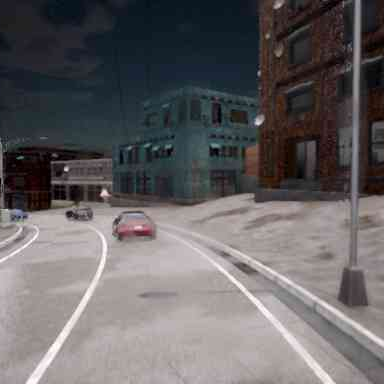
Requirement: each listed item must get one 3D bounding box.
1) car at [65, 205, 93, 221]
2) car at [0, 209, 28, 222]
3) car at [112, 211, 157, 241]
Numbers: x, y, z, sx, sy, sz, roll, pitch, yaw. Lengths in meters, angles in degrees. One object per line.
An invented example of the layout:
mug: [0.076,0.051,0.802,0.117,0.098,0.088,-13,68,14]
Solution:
car: [-12.016,2.172,35.178,2.128,1.511,4.902,-2,-1,-36]
car: [-21.912,2.795,40.913,5.008,1.535,1.882,-4,-1,42]
car: [-3.212,1.714,18.026,1.994,1.385,4.181,-1,-1,-18]
